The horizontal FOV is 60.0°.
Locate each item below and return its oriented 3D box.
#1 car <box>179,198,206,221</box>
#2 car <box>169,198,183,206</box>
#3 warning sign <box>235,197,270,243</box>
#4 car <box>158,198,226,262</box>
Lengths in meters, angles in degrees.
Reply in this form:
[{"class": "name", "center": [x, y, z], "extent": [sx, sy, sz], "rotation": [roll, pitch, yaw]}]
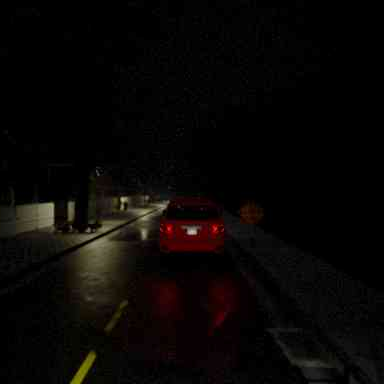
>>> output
[{"class": "car", "center": [0.041, 1.440, 28.495], "extent": [2.097, 1.767, 4.553], "rotation": [0, 0, 1]}, {"class": "car", "center": [-2.802, 1.747, 59.064], "extent": [2.033, 1.411, 5.357], "rotation": [0, 0, 1]}, {"class": "warning sign", "center": [2.519, 1.158, 14.037], "extent": [1.300, 1.860, 1.060], "rotation": [0, 0, 0]}, {"class": "car", "center": [0.031, 1.261, 12.476], "extent": [2.150, 2.045, 5.566], "rotation": [0, 0, 1]}]
